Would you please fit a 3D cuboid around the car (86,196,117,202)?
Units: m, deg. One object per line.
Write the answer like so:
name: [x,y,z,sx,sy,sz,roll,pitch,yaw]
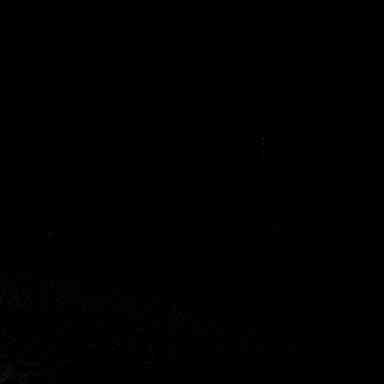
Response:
car: [-14.796,1.740,54.469,2.150,2.045,5.566,0,0,36]
